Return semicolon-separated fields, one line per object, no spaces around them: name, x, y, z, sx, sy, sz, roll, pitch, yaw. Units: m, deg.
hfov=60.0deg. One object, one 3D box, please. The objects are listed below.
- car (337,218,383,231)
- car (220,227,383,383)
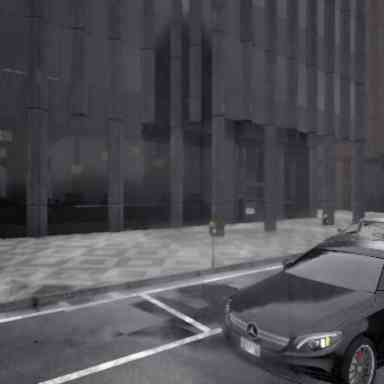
car;6.079;1.571;10.987;4.403;1.369;2.008;0;0;-36
car;2.572;1.535;5.197;4.674;1.442;1.812;0;0;-35
